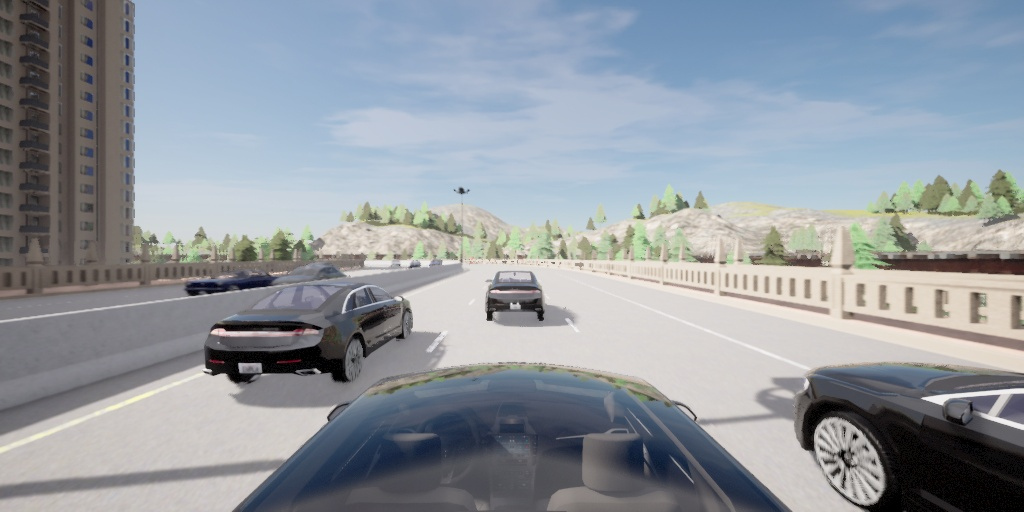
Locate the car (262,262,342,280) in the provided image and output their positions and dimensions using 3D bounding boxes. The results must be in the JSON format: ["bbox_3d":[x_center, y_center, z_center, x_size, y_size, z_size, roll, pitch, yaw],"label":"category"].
[{"bbox_3d":[-10.607,1.272,19.109,1.837,1.490,4.892,0,0,0],"label":"car"}]

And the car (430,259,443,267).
[{"bbox_3d":[-12.472,1.256,59.438,2.097,1.767,4.553,0,0,-10],"label":"car"}]

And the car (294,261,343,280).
[{"bbox_3d":[-17.625,1.276,32.968,1.882,1.535,5.008,0,0,0],"label":"car"}]

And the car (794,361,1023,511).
[{"bbox_3d":[3.601,1.242,1.421,2.128,1.511,4.902,0,0,0],"label":"car"}]

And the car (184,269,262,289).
[{"bbox_3d":[-14.107,1.367,18.559,1.895,1.301,4.718,0,0,0],"label":"car"}]

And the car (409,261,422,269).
[{"bbox_3d":[-16.138,1.460,60.280,2.033,1.411,5.357,0,0,-11],"label":"car"}]

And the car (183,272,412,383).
[{"bbox_3d":[-3.403,1.245,7.085,2.128,1.511,4.902,0,0,0],"label":"car"}]

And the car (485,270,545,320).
[{"bbox_3d":[0.095,1.251,12.693,2.128,1.511,4.902,0,0,0],"label":"car"}]
